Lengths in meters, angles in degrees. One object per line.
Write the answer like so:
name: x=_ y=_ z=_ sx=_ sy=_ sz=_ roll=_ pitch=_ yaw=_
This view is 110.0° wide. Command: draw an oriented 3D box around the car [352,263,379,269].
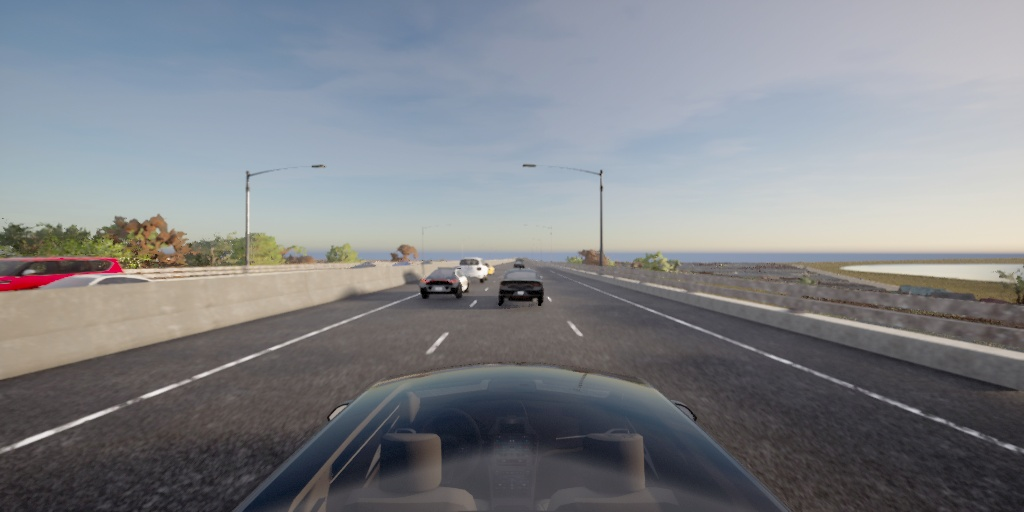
car: x=-20.363 y=1.614 z=50.147 sx=2.033 sy=1.411 sz=5.357 roll=0 pitch=0 yaw=2

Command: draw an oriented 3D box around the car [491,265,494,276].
car: x=-3.036 y=1.473 z=41.314 sx=1.801 sy=1.575 sz=5.366 roll=0 pitch=0 yaw=1

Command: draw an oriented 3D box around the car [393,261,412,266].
car: x=-16.707 y=1.584 z=55.105 sx=1.882 sy=1.535 sz=5.008 roll=0 pitch=0 yaw=2

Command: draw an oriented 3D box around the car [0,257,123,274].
car: x=-17.553 y=1.034 z=13.051 sx=2.150 sy=2.045 sz=5.566 roll=0 pitch=0 yaw=0

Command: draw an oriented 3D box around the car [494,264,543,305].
car: x=0.419 y=1.323 z=16.712 sx=1.882 sy=1.535 sz=5.008 roll=0 pitch=0 yaw=2

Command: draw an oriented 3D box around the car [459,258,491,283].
car: x=-3.258 y=1.158 z=30.191 sx=2.150 sy=2.045 sz=5.566 roll=0 pitch=0 yaw=1

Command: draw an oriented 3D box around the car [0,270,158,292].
car: x=-14.055 y=1.333 z=11.992 sx=1.812 sy=1.442 sz=4.674 roll=0 pitch=0 yaw=0

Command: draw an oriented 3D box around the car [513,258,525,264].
car: x=1.198 y=1.676 z=64.764 sx=1.882 sy=1.535 sz=5.008 roll=0 pitch=0 yaw=3

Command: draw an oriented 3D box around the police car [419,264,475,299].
police car: x=-3.408 y=1.365 z=19.192 sx=2.038 sy=1.542 sz=4.974 roll=0 pitch=0 yaw=1

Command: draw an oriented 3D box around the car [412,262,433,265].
car: x=-13.209 y=1.613 z=54.966 sx=1.837 sy=1.490 sz=4.892 roll=0 pitch=0 yaw=2
